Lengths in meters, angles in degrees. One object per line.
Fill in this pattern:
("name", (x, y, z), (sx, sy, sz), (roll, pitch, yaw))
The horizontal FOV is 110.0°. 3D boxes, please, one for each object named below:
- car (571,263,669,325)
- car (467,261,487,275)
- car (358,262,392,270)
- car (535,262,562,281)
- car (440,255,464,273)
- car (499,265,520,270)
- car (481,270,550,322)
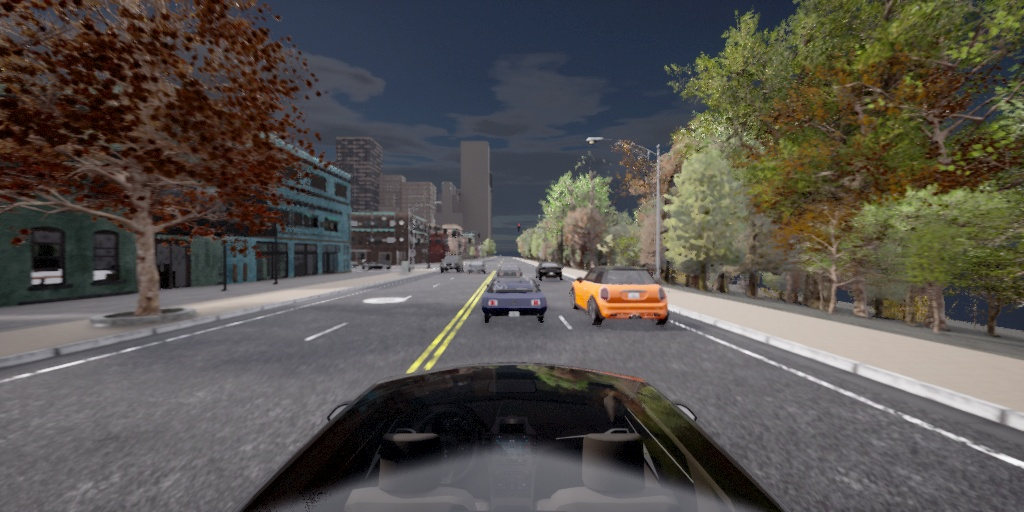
("car", (3.288, 1.094, 11.862), (2.097, 1.767, 4.553), (0, 0, -1))
("car", (-3.803, 1.252, 39.499), (1.812, 1.442, 4.674), (0, 0, -1))
("car", (-20.694, 1.537, 54.918), (4.313, 1.339, 1.948), (0, 0, -1))
("car", (3.015, 1.208, 30.239), (1.882, 1.535, 5.008), (0, 0, -1))
("car", (-7.081, 0.949, 42.755), (2.150, 2.045, 5.566), (0, 0, 0))
("car", (-0.194, 1.334, 27.804), (1.895, 1.301, 4.718), (0, 0, -1))
("car", (0.041, 1.343, 12.298), (1.895, 1.301, 4.718), (0, 0, -1))
